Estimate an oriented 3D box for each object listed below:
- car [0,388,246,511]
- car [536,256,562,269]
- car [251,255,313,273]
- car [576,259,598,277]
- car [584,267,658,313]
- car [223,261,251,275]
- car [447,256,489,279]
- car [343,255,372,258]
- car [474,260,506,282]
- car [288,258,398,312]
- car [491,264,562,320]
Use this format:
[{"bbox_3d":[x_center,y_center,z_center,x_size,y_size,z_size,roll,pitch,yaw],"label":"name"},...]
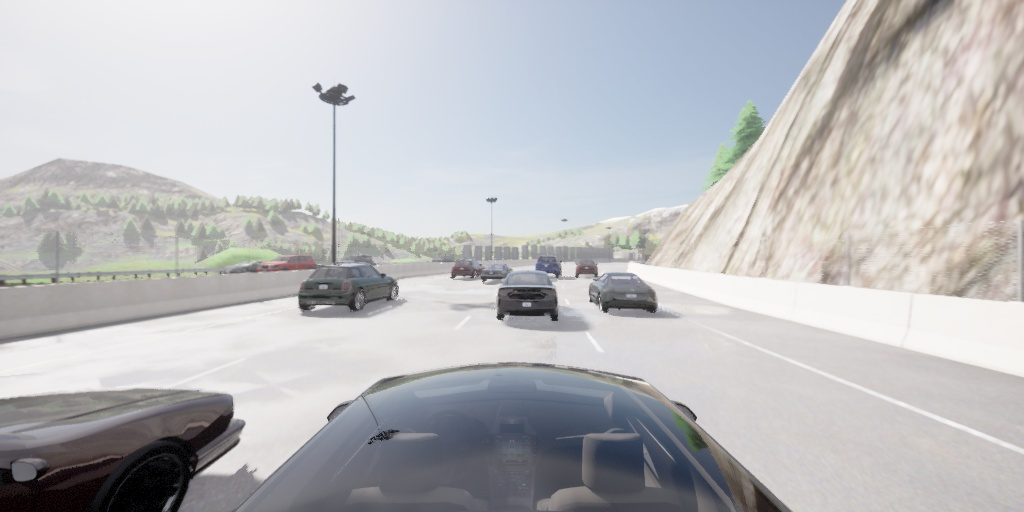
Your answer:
[{"bbox_3d":[-3.376,1.289,0.795,2.033,1.411,5.357,0,0,0],"label":"car"},{"bbox_3d":[3.548,0.982,34.313,2.150,2.045,5.566,0,0,11],"label":"car"},{"bbox_3d":[-21.520,0.917,34.582,2.150,2.045,5.566,0,0,10],"label":"car"},{"bbox_3d":[7.433,1.123,35.601,2.097,1.767,4.553,0,0,12],"label":"car"},{"bbox_3d":[4.222,1.325,14.204,1.994,1.385,4.181,0,0,4],"label":"car"},{"bbox_3d":[-25.047,1.183,34.597,2.128,1.511,4.902,0,0,10],"label":"car"},{"bbox_3d":[-3.886,1.094,32.541,2.097,1.767,4.553,0,0,10],"label":"car"},{"bbox_3d":[-17.159,0.930,38.739,2.150,2.045,5.566,0,0,12],"label":"car"},{"bbox_3d":[-1.102,1.296,28.451,2.033,1.411,5.357,0,0,9],"label":"car"},{"bbox_3d":[-6.287,1.087,14.360,2.097,1.767,4.553,0,0,4],"label":"car"},{"bbox_3d":[0.589,1.230,12.668,1.882,1.535,5.008,0,0,4],"label":"car"}]
